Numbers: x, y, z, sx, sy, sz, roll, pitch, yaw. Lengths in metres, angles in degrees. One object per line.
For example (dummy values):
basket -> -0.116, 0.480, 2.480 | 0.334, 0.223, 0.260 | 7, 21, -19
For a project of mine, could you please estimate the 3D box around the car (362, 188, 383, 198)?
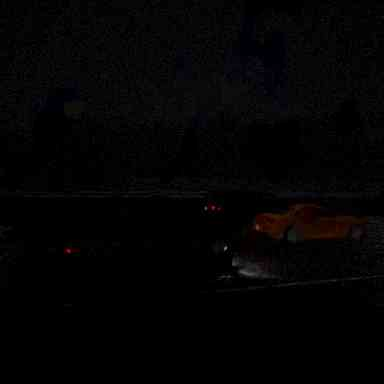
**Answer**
car -> 26.929, 0.520, 47.074 | 5.566, 2.045, 2.150 | 0, 2, -17

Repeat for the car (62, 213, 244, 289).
car -> -1.079, 1.409, 8.503 | 4.181, 1.385, 1.994 | 0, 2, -18

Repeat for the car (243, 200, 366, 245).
car -> 4.980, 1.271, 14.148 | 5.008, 1.535, 1.882 | 0, 2, -18

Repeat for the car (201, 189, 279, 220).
car -> 3.219, 0.909, 17.246 | 5.566, 2.045, 2.150 | 0, 2, -18
